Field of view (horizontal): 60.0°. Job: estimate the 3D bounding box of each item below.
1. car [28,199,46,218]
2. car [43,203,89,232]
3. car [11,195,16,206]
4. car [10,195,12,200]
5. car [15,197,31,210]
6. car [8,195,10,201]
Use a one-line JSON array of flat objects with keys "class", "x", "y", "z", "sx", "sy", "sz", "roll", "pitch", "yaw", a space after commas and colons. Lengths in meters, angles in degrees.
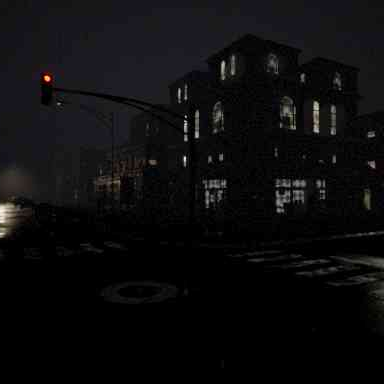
[{"class": "car", "x": -13.134, "y": 1.588, "z": 29.513, "sx": 1.802, "sy": 1.307, "sz": 4.206, "roll": 0, "pitch": 0, "yaw": -31}, {"class": "car", "x": -7.474, "y": 1.569, "z": 20.032, "sx": 1.947, "sy": 1.339, "sz": 4.313, "roll": 0, "pitch": 0, "yaw": -31}, {"class": "car", "x": -27.287, "y": 1.456, "z": 53.220, "sx": 1.967, "sy": 1.590, "sz": 4.097, "roll": 0, "pitch": 0, "yaw": -31}, {"class": "car", "x": -30.119, "y": 1.569, "z": 57.961, "sx": 2.008, "sy": 1.369, "sz": 4.403, "roll": 0, "pitch": 0, "yaw": -31}, {"class": "car", "x": -21.627, "y": 1.562, "z": 43.737, "sx": 2.008, "sy": 1.369, "sz": 4.403, "roll": 0, "pitch": 0, "yaw": -31}, {"class": "car", "x": -35.780, "y": 1.607, "z": 67.443, "sx": 1.802, "sy": 1.307, "sz": 4.206, "roll": 0, "pitch": 0, "yaw": -31}]
